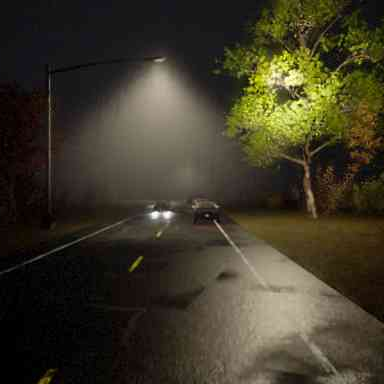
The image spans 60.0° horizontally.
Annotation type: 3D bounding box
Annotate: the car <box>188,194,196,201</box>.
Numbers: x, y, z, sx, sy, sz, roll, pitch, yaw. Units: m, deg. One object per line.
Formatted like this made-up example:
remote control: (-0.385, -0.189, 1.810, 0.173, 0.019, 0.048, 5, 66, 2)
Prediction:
car: (0.010, 1.249, 76.283, 1.882, 1.535, 5.008, 0, 0, 0)

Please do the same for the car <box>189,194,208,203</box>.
car: (1.055, 1.203, 41.212, 2.150, 2.045, 5.566, 0, 0, 0)

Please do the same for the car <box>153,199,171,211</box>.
car: (-3.587, 1.580, 40.498, 1.895, 1.301, 4.718, 0, 0, 0)

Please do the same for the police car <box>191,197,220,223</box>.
police car: (1.053, 1.413, 25.290, 1.930, 1.638, 5.238, 0, 0, 0)

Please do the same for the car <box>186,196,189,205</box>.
car: (0.008, 1.472, 59.186, 1.837, 1.490, 4.892, 0, 0, 0)
